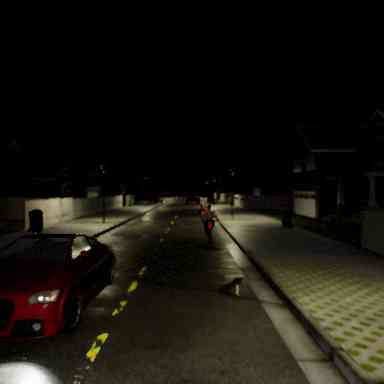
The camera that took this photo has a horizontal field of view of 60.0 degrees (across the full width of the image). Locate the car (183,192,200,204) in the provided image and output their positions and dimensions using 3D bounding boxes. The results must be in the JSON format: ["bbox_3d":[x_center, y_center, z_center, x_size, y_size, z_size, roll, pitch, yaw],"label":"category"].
[{"bbox_3d":[0.112,0.975,56.143,2.150,2.045,5.566,0,0,0],"label":"car"}]

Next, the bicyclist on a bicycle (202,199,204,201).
[{"bbox_3d":[0.797,1.324,25.119,0.866,1.612,1.509,0,0,0],"label":"bicyclist on a bicycle"}]

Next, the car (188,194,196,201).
[{"bbox_3d":[0.017,1.175,73.694,1.837,1.490,4.892,0,0,0],"label":"car"}]

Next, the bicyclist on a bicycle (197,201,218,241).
[{"bbox_3d":[0.794,1.368,15.216,0.866,1.612,1.509,0,0,0],"label":"bicyclist on a bicycle"}]

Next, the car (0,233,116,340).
[{"bbox_3d":[-2.849,1.534,6.559,1.994,1.385,4.181,0,0,0],"label":"car"}]
